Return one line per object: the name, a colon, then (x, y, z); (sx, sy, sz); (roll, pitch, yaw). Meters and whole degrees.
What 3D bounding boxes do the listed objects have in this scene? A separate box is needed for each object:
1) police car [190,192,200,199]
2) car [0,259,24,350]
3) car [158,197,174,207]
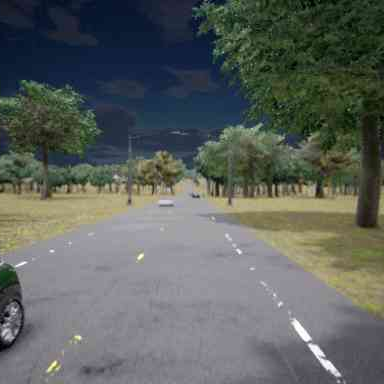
police car: (1.077, 0.997, 86.863); (1.930, 1.638, 5.238); (0, 0, 0)
car: (-3.599, 1.343, 3.133); (2.097, 1.767, 4.553); (0, 0, 0)
car: (-3.566, 1.376, 45.819); (1.895, 1.301, 4.718); (0, 0, 0)
